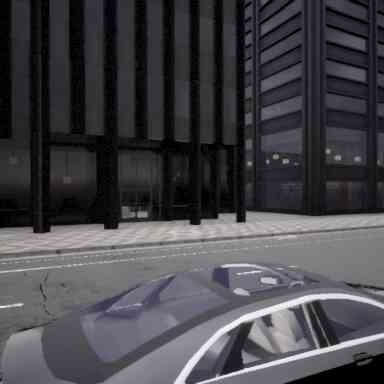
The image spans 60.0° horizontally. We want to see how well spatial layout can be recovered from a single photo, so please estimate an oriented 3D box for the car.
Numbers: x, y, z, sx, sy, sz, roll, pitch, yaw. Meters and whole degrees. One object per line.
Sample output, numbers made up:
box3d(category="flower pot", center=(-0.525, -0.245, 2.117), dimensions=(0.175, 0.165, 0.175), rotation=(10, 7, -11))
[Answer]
box3d(category="car", center=(0.837, 1.490, 3.243), dimensions=(4.902, 1.511, 2.128), rotation=(0, 0, -27))
